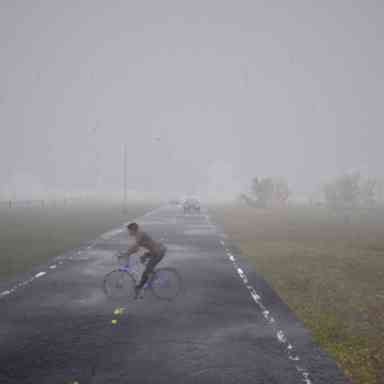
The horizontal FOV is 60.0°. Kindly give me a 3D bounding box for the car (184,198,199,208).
[{"bbox_3d":[-0.078,1.570,48.750,2.033,1.411,5.357,0,0,0],"label":"car"}]

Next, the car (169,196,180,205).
[{"bbox_3d":[-3.046,1.529,58.582,1.882,1.535,5.008,0,0,0],"label":"car"}]

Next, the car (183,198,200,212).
[{"bbox_3d":[-0.034,1.607,38.808,1.895,1.301,4.718,0,0,0],"label":"car"}]

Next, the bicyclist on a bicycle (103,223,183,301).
[{"bbox_3d":[-1.030,1.454,6.847,1.656,1.620,0.582,-2,0,0],"label":"bicyclist on a bicycle"}]
